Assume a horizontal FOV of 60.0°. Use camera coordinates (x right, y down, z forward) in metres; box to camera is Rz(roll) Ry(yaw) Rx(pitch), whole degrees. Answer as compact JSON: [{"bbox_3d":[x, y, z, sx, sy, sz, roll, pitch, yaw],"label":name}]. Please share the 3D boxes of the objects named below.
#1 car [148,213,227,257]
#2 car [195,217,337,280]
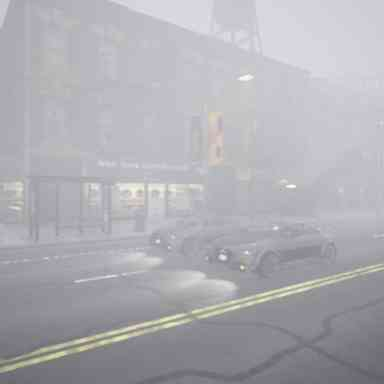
[{"bbox_3d":[0.439,1.546,12.854,4.181,1.385,1.994,0,0,-35],"label":"car"},{"bbox_3d":[2.452,1.555,9.991,4.181,1.385,1.994,0,0,-35],"label":"car"}]
